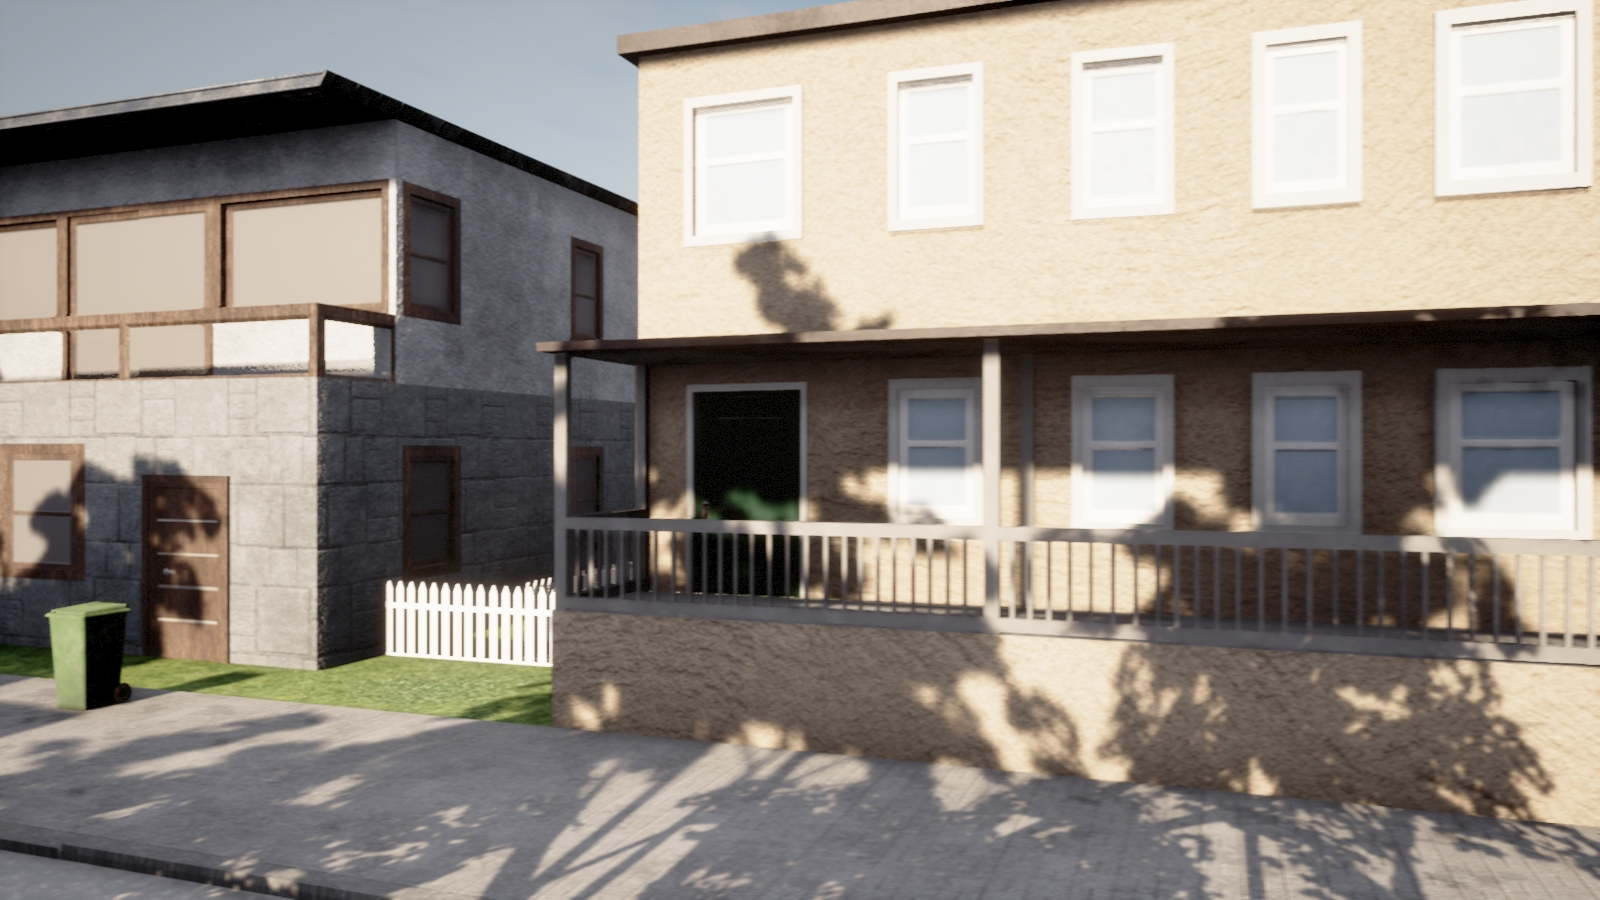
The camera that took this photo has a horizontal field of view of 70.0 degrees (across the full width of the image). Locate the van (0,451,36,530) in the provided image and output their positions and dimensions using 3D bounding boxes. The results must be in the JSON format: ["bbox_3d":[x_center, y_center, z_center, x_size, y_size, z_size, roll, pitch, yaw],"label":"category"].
[{"bbox_3d":[-27.581,1.320,35.908,1.988,2.561,5.915,0,0,20],"label":"van"}]
